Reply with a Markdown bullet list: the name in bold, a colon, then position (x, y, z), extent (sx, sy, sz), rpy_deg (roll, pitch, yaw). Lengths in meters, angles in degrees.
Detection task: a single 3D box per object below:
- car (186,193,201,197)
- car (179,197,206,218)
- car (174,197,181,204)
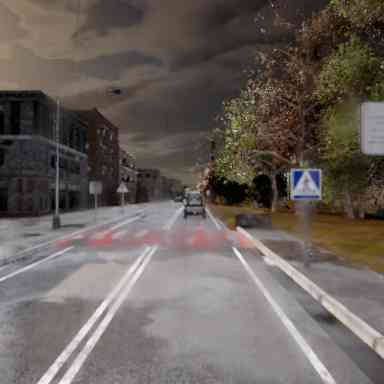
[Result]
- **car**: position (0.326, 1.190, 45.116), extent (2.150, 2.045, 5.566), rpy_deg (0, 0, 1)
- **car**: position (0.230, 1.454, 29.257), extent (2.128, 1.511, 4.902), rpy_deg (0, 0, 0)
- **car**: position (-2.795, 1.724, 70.617), extent (2.033, 1.411, 5.357), rpy_deg (0, -1, 1)
